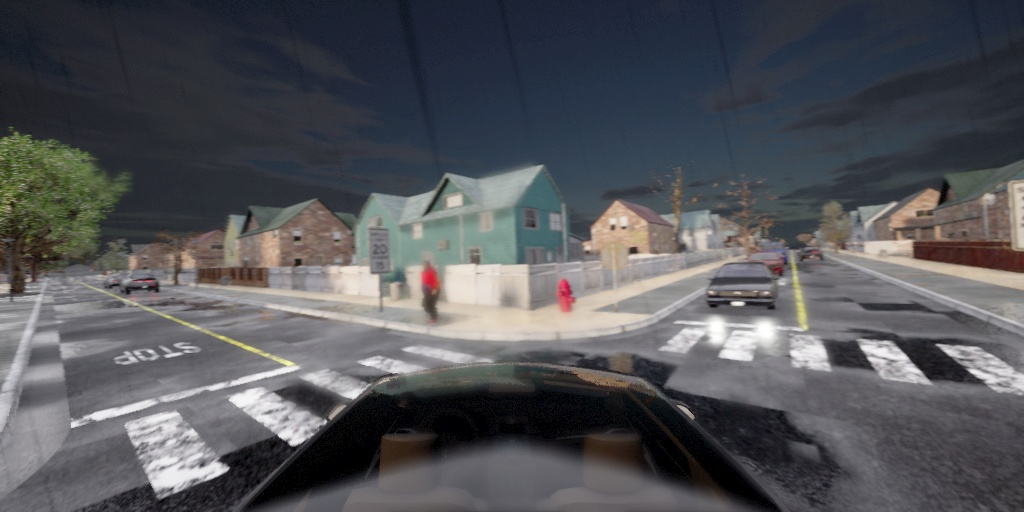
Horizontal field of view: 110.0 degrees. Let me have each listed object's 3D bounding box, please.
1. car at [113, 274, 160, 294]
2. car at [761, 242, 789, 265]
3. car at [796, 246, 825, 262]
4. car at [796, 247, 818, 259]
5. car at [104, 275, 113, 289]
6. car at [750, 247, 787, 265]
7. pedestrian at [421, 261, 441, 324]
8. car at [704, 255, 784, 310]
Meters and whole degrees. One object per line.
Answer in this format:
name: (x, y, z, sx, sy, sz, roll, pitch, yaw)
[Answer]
car: (-29.662, 2.185, 28.554, 4.902, 1.511, 2.128, -2, 0, 38)
car: (24.508, -0.230, 33.686, 2.150, 2.045, 5.566, -3, 0, 38)
car: (29.780, -0.229, 35.711, 1.837, 1.490, 4.892, -3, 0, 38)
car: (35.910, -0.426, 43.783, 1.895, 1.301, 4.718, -3, 0, 38)
car: (-40.095, 2.577, 36.655, 5.357, 1.411, 2.033, -2, 0, 36)
car: (16.096, 0.444, 22.841, 1.882, 1.535, 5.008, -3, -1, 38)
pedestrian: (-2.315, 0.971, 10.144, 0.375, 1.860, 0.375, -3, -2, 38)
car: (8.188, 0.918, 12.615, 2.033, 1.411, 5.357, -3, 0, 37)
